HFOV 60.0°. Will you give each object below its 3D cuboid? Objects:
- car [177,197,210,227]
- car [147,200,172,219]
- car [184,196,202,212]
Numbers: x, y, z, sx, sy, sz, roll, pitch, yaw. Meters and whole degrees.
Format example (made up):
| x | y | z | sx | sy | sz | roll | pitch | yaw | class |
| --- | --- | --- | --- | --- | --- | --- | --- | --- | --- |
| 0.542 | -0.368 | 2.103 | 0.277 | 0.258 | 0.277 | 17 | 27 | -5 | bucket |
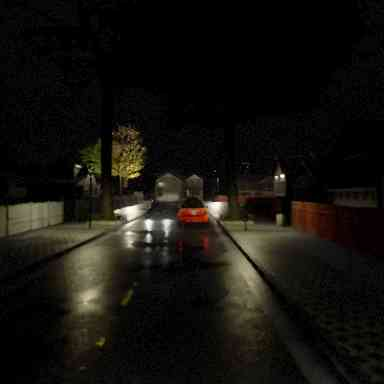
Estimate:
| x | y | z | sx | sy | sz | roll | pitch | yaw | class |
| --- | --- | --- | --- | --- | --- | --- | --- | --- | --- |
| 0.094 | 1.370 | 23.255 | 2.097 | 1.767 | 4.553 | 0 | 0 | 0 | car |
| -2.850 | 1.527 | 29.691 | 1.837 | 1.490 | 4.892 | 0 | 0 | 0 | car |
| 0.095 | 1.382 | 40.912 | 2.097 | 1.767 | 4.553 | 0 | 0 | 0 | car |
